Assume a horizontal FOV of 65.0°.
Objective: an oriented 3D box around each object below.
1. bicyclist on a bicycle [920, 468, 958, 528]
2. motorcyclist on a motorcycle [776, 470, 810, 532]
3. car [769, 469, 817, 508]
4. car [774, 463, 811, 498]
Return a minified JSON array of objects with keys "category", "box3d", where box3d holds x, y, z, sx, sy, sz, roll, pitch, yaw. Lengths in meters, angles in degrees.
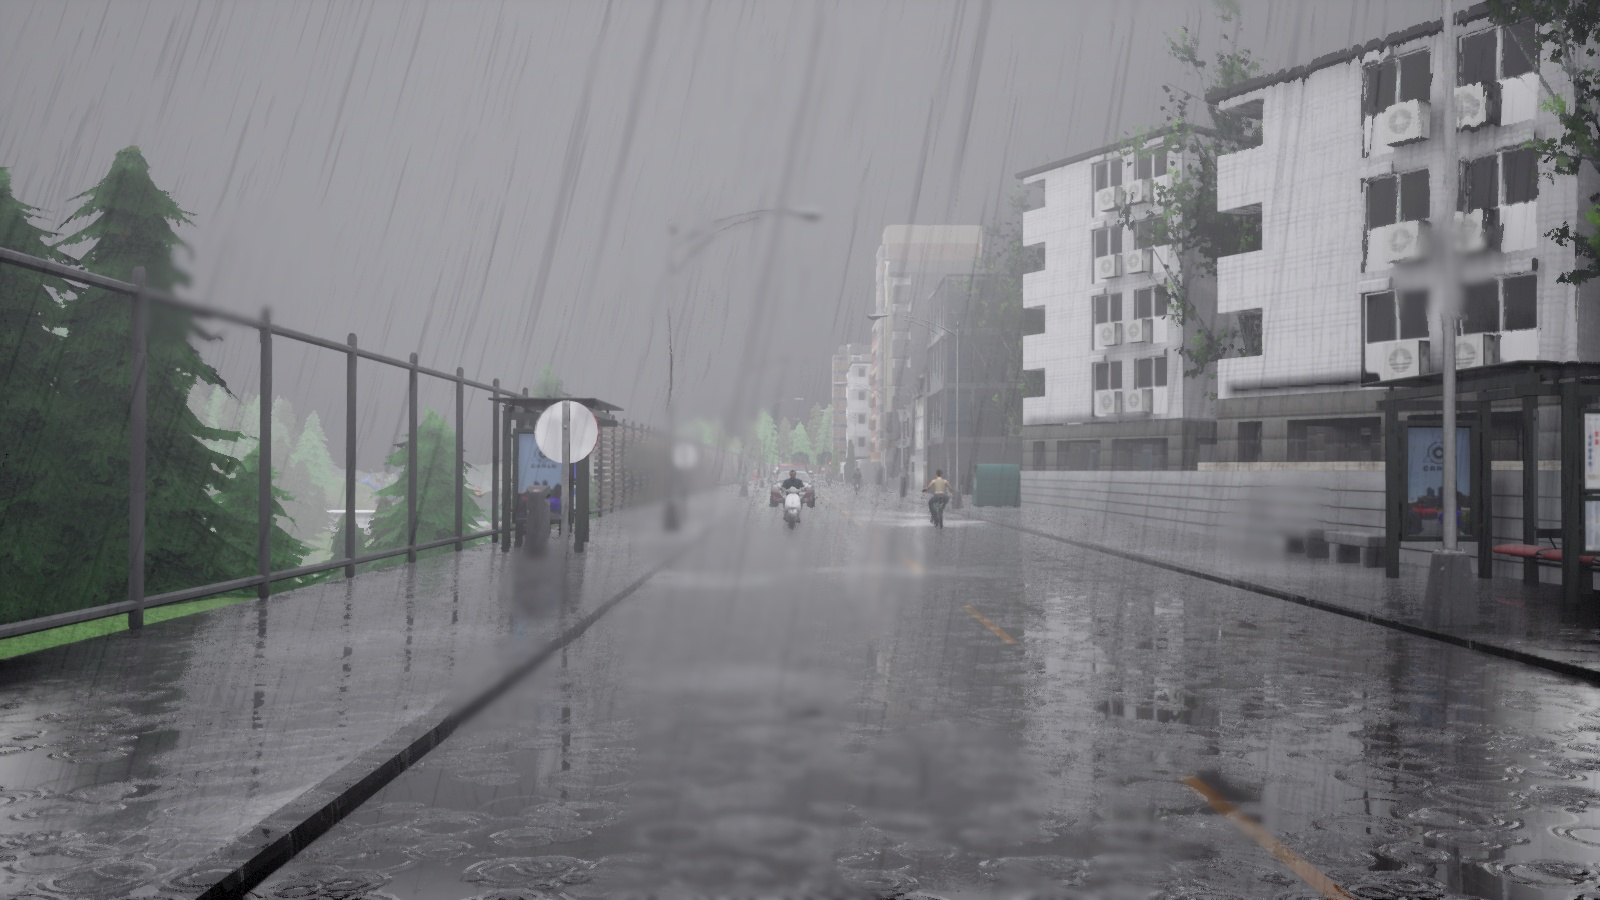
[{"category":"bicyclist on a bicycle","box3d":[3.810,1.315,34.572,0.866,1.612,1.509,0,-1,0]},{"category":"motorcyclist on a motorcycle","box3d":[-0.182,1.330,33.517,0.866,1.590,1.817,0,-1,0]},{"category":"car","box3d":[-0.313,1.675,55.483,2.033,1.649,4.856,0,-1,0]},{"category":"car","box3d":[-0.440,1.818,76.559,2.150,2.045,5.566,0,-1,0]}]
